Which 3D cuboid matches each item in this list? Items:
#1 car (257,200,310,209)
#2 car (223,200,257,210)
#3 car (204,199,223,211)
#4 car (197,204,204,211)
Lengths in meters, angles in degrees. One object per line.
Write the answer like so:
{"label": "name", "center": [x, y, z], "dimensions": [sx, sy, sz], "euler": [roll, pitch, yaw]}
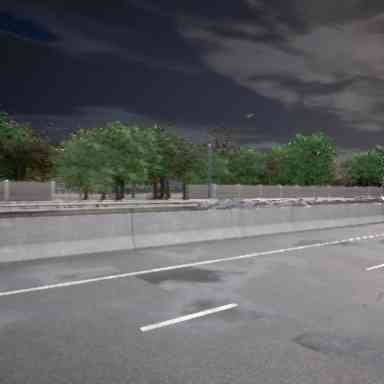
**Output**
{"label": "car", "center": [7.800, 1.513, 26.802], "dimensions": [4.892, 1.490, 1.837], "euler": [-1, 0, -36]}
{"label": "car", "center": [5.405, 1.514, 29.391], "dimensions": [4.892, 1.490, 1.837], "euler": [-1, 0, -36]}
{"label": "car", "center": [4.010, 1.503, 32.693], "dimensions": [4.902, 1.511, 2.128], "euler": [0, 0, -35]}
{"label": "car", "center": [2.666, 1.540, 36.033], "dimensions": [4.674, 1.442, 1.812], "euler": [0, 0, -35]}
